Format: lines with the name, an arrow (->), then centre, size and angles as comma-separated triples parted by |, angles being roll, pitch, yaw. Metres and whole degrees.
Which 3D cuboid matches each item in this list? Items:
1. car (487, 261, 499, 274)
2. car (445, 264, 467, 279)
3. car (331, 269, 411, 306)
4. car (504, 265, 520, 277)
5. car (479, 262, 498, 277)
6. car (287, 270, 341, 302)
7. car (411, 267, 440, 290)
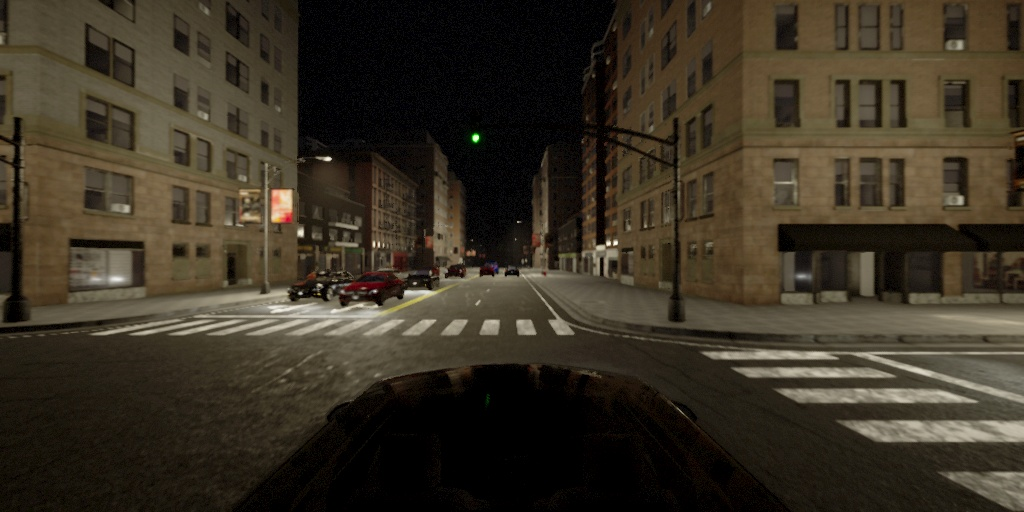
car -> -3.255, 1.888, 57.785 | 2.150, 2.045, 5.566 | 0, -1, 0
car -> -6.584, 1.753, 42.392 | 2.097, 1.767, 4.553 | 0, -1, 0
car -> -6.596, 1.521, 17.437 | 1.812, 1.442, 4.674 | 0, -1, 0
car -> -0.004, 2.058, 47.715 | 1.994, 1.385, 4.181 | 0, -1, 0
car -> -3.254, 1.964, 47.334 | 1.882, 1.535, 5.008 | 0, -1, 0
car -> -9.846, 1.525, 19.115 | 1.837, 1.490, 4.892 | 0, -1, 0
car -> -6.593, 1.700, 26.396 | 1.994, 1.385, 4.181 | 0, -1, 0
